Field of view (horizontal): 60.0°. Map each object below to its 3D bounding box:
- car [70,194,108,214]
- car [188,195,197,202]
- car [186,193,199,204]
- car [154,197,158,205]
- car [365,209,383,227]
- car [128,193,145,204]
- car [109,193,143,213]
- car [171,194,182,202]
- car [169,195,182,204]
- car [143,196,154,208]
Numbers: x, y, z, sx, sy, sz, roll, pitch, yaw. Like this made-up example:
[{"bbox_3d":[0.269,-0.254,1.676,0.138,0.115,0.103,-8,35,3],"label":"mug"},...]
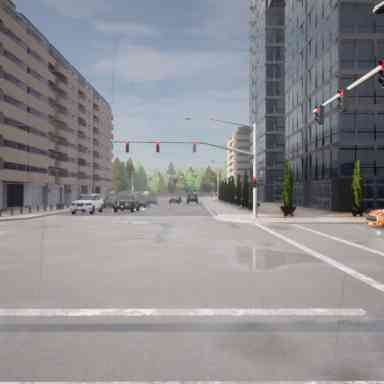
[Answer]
[{"bbox_3d":[-10.918,1.221,34.981,2.150,2.045,5.566,0,0,-1],"label":"car"},{"bbox_3d":[0.119,1.500,74.577,1.837,1.490,4.892,0,0,1],"label":"car"},{"bbox_3d":[0.080,1.221,63.864,2.150,2.045,5.566,0,0,1],"label":"car"},{"bbox_3d":[-7.168,1.564,58.593,1.994,1.385,4.181,0,0,1],"label":"car"},{"bbox_3d":[13.585,1.407,21.136,4.553,1.767,2.097,0,0,0],"label":"car"},{"bbox_3d":[-10.573,1.224,63.691,2.150,2.045,5.566,0,0,1],"label":"car"},{"bbox_3d":[-7.408,1.221,38.155,2.150,2.045,5.566,0,0,1],"label":"car"},{"bbox_3d":[-3.389,1.355,74.301,2.097,1.767,4.553,0,0,1],"label":"car"},{"bbox_3d":[-3.414,1.526,64.283,1.812,1.442,4.674,0,0,1],"label":"car"},{"bbox_3d":[-7.311,1.547,48.435,2.033,1.411,5.357,0,0,1],"label":"car"}]
